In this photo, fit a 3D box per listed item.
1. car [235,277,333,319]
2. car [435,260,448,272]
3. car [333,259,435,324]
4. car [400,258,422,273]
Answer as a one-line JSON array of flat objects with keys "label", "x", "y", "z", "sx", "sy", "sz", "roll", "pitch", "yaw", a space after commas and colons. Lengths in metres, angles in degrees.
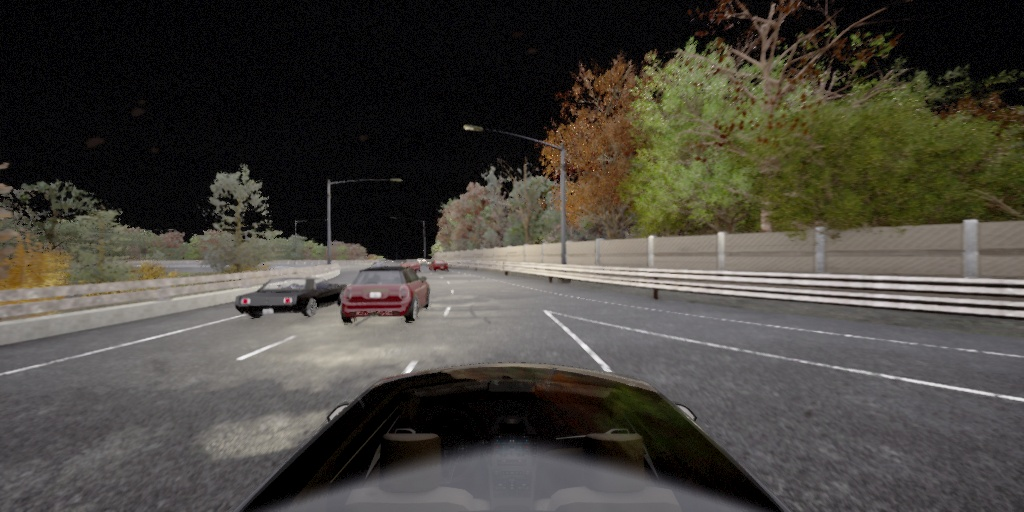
[{"label": "car", "x": -7.658, "y": 1.399, "z": 13.128, "sx": 1.895, "sy": 1.301, "sz": 4.718, "roll": 0, "pitch": 0, "yaw": -6}, {"label": "car", "x": -9.726, "y": 1.294, "z": 47.111, "sx": 1.882, "sy": 1.535, "sz": 5.008, "roll": 0, "pitch": 0, "yaw": -23}, {"label": "car", "x": -4.104, "y": 1.129, "z": 12.373, "sx": 2.097, "sy": 1.767, "sz": 4.553, "roll": 0, "pitch": 0, "yaw": -5}, {"label": "car", "x": -12.977, "y": 1.188, "z": 45.797, "sx": 2.097, "sy": 1.767, "sz": 4.553, "roll": 0, "pitch": 0, "yaw": -23}]
